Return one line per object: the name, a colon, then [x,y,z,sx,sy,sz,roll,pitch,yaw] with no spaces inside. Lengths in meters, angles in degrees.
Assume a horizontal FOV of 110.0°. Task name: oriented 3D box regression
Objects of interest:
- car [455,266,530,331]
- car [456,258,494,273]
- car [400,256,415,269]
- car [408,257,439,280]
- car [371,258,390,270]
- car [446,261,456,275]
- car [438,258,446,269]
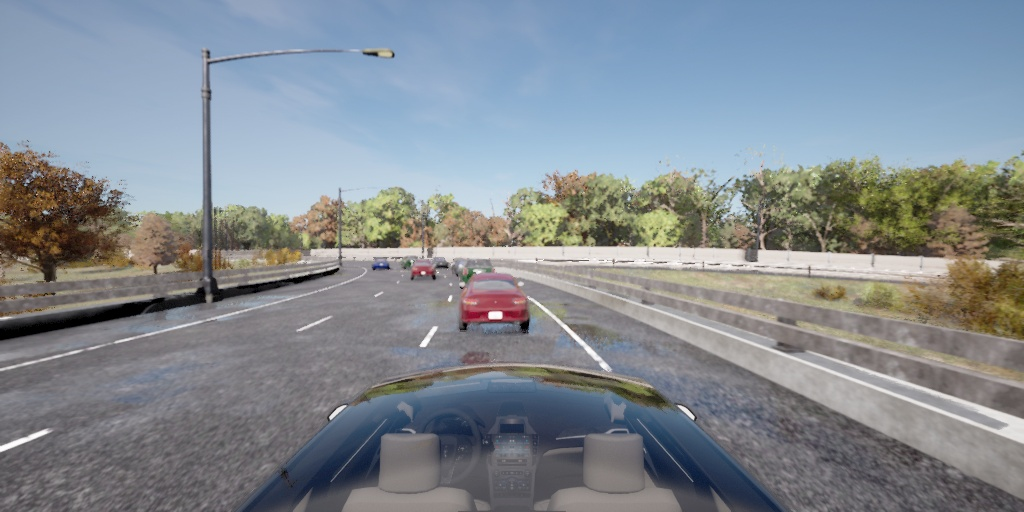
car: [-0.586,1.197,10.593,1.812,1.442,4.674,0,0,-5]
car: [-2.153,0.923,22.005,2.097,1.767,4.553,0,0,-10]
car: [-13.028,0.730,45.651,2.097,1.767,4.553,0,0,-24]
car: [-6.992,1.049,28.380,1.812,1.442,4.674,0,1,-14]
car: [-16.477,0.957,44.821,1.994,1.385,4.181,0,1,-24]
car: [-4.337,1.033,32.003,2.033,1.411,5.357,0,1,-16]
car: [-9.709,0.926,46.812,1.994,1.385,4.181,0,1,-24]
